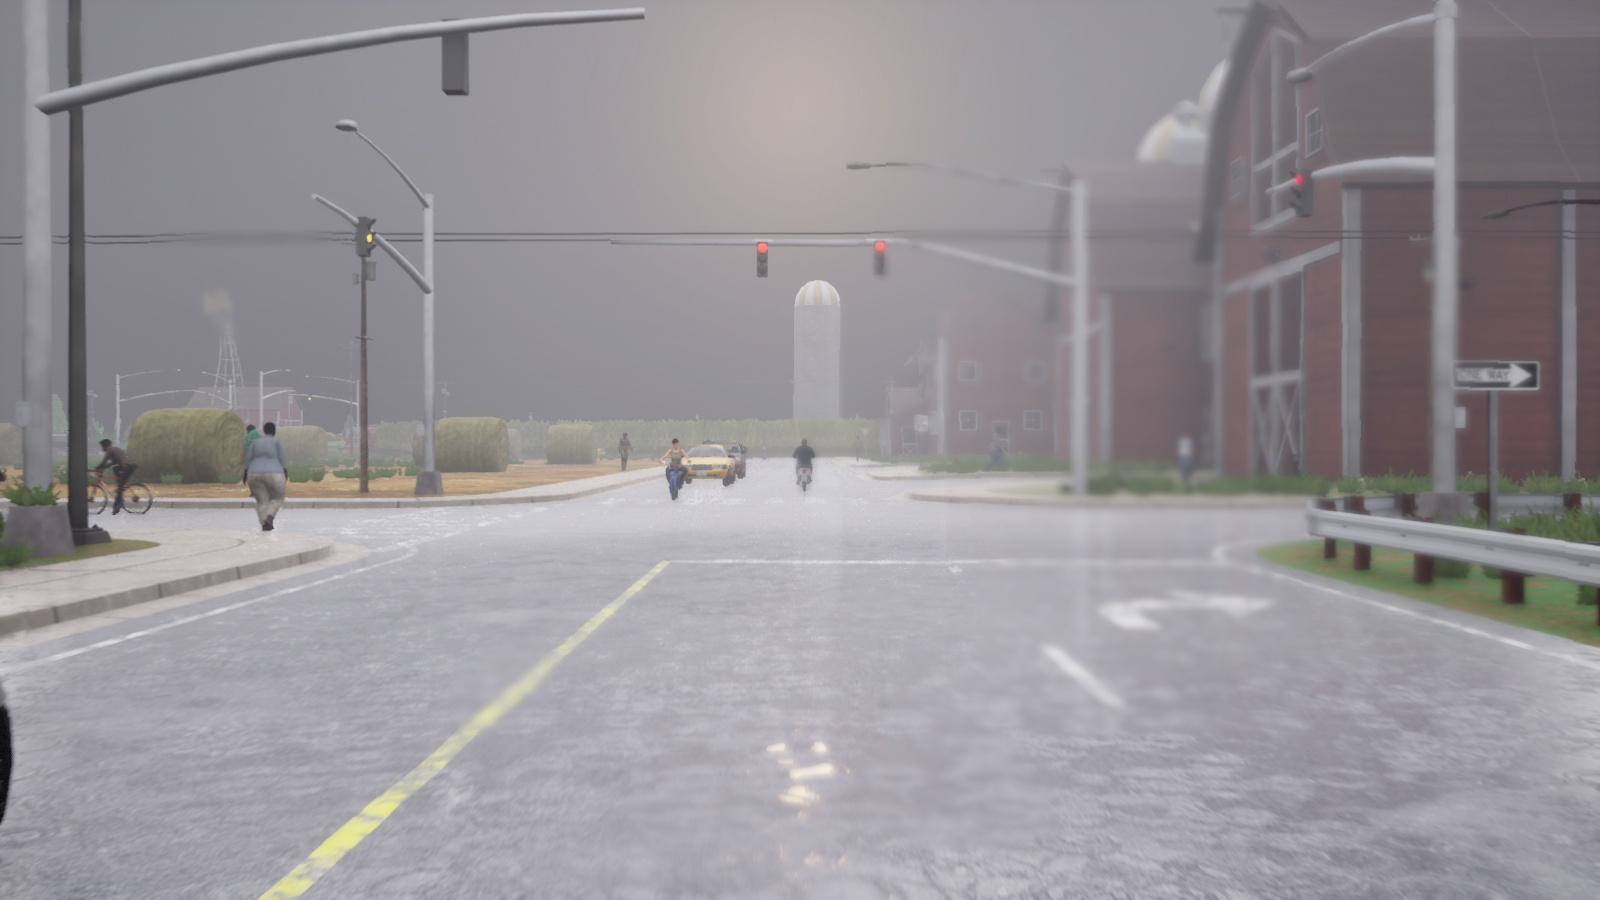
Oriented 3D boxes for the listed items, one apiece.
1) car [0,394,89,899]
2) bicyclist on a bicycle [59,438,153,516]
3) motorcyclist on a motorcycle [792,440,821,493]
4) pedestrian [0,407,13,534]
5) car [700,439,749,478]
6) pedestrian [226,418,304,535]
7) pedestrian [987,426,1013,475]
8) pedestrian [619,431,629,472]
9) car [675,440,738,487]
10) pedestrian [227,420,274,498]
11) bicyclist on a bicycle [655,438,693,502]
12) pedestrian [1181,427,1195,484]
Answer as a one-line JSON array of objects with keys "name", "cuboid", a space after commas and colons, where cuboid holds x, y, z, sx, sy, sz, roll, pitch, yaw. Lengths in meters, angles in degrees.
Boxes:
[{"name": "car", "cuboid": [-3.475, 0.663, 1.894, 2.033, 1.649, 4.856, 0, 0, 0]}, {"name": "bicyclist on a bicycle", "cuboid": [-14.651, 0.568, 26.516, 1.656, 1.620, 0.582, 0, 0, 1]}, {"name": "motorcyclist on a motorcycle", "cuboid": [0.201, 0.484, 38.624, 0.866, 1.590, 1.817, 0, 1, 0]}, {"name": "pedestrian", "cuboid": [-12.643, 0.312, 19.334, 0.788, 1.949, 0.423, 0, 0, 2]}, {"name": "car", "cuboid": [-3.226, 0.343, 54.128, 1.851, 1.617, 3.988, 0, 0, 0]}, {"name": "pedestrian", "cuboid": [-8.663, 0.416, 20.364, 0.874, 1.855, 0.900, 0, 0, 1]}, {"name": "pedestrian", "cuboid": [7.684, 0.024, 48.214, 0.900, 1.855, 0.874, 0, 0, 16]}, {"name": "pedestrian", "cuboid": [-8.295, 0.064, 59.213, 0.396, 1.930, 0.692, 0, 0, -14]}, {"name": "car", "cuboid": [-3.271, 0.432, 44.760, 1.801, 1.575, 5.366, 0, 0, 0]}, {"name": "pedestrian", "cuboid": [-13.888, 0.227, 31.740, 0.873, 1.952, 0.659, 0, 0, 20]}, {"name": "bicyclist on a bicycle", "cuboid": [-3.248, 0.501, 32.571, 0.866, 1.612, 1.509, 0, 0, -1]}, {"name": "pedestrian", "cuboid": [12.774, 0.174, 41.342, 0.354, 1.836, 0.706, 0, 0, 10]}]
